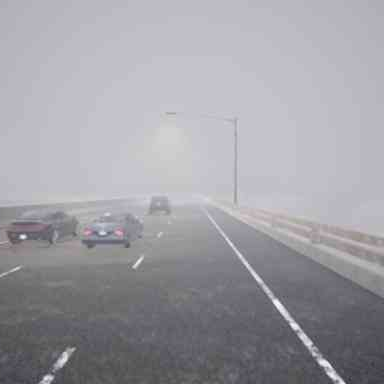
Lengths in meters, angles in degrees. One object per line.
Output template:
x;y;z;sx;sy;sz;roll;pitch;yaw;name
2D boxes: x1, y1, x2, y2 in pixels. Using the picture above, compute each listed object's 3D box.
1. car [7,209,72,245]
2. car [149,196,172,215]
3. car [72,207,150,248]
-6.910;1.596;16.022;1.837;1.490;4.892;0;0;0;car
-3.426;1.419;36.731;2.150;2.045;5.566;0;0;0;car
-3.411;1.632;15.204;2.033;1.411;5.357;0;0;0;car
